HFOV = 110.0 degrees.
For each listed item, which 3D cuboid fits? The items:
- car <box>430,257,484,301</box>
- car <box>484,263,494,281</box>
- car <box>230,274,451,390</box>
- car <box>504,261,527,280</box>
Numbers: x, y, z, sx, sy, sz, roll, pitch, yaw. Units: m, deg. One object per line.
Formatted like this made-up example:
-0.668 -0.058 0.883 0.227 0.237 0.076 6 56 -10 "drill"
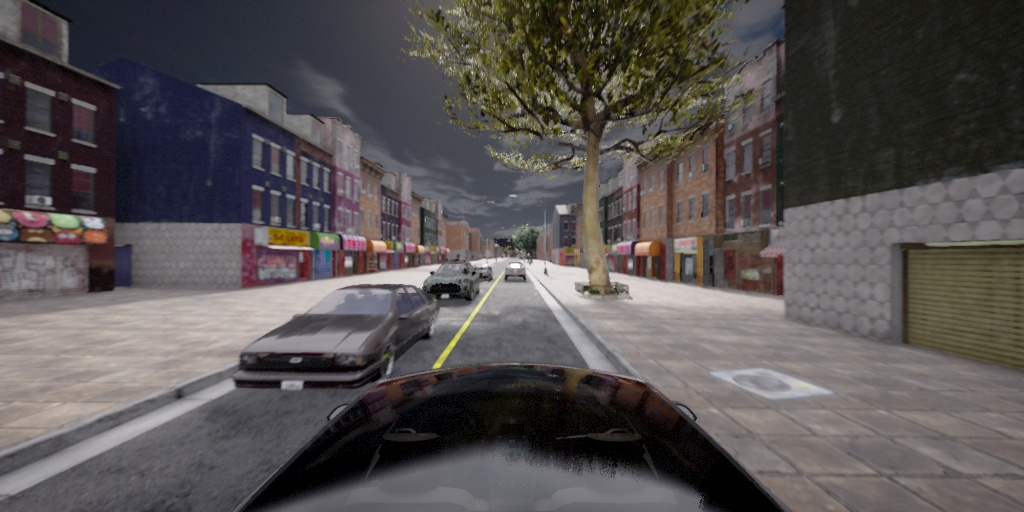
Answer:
-2.735 1.074 17.134 2.097 1.767 4.553 0 0 1 "car"
-2.572 1.272 29.346 1.994 1.385 4.181 0 0 1 "car"
-2.820 1.281 7.298 2.033 1.411 5.357 0 0 0 "car"
0.285 1.264 30.555 2.033 1.411 5.357 0 0 1 "car"
